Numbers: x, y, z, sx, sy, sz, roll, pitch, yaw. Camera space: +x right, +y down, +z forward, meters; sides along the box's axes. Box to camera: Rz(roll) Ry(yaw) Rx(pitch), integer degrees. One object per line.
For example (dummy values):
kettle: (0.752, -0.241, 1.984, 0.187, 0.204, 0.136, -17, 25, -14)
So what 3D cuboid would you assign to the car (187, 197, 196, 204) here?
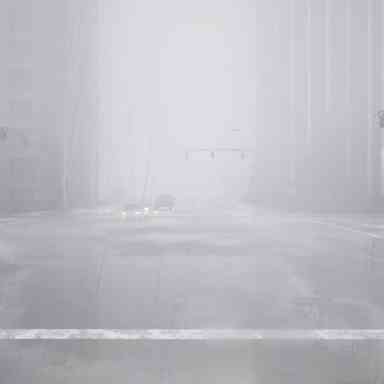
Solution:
car: (-0.083, 1.601, 65.498, 1.895, 1.301, 4.718, 0, 0, 0)

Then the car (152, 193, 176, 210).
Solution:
car: (-3.655, 1.221, 44.304, 2.150, 2.045, 5.566, 0, 0, 0)

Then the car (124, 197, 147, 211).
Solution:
car: (-7.151, 1.478, 41.209, 1.882, 1.535, 5.008, 0, 0, 0)

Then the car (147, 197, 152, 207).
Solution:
car: (-7.152, 1.491, 50.696, 2.128, 1.511, 4.902, 0, 0, 0)

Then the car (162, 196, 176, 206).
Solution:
car: (-3.649, 1.478, 54.300, 1.882, 1.535, 5.008, 0, 0, 0)

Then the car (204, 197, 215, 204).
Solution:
car: (3.417, 1.601, 64.963, 1.895, 1.301, 4.718, 0, 0, 0)
